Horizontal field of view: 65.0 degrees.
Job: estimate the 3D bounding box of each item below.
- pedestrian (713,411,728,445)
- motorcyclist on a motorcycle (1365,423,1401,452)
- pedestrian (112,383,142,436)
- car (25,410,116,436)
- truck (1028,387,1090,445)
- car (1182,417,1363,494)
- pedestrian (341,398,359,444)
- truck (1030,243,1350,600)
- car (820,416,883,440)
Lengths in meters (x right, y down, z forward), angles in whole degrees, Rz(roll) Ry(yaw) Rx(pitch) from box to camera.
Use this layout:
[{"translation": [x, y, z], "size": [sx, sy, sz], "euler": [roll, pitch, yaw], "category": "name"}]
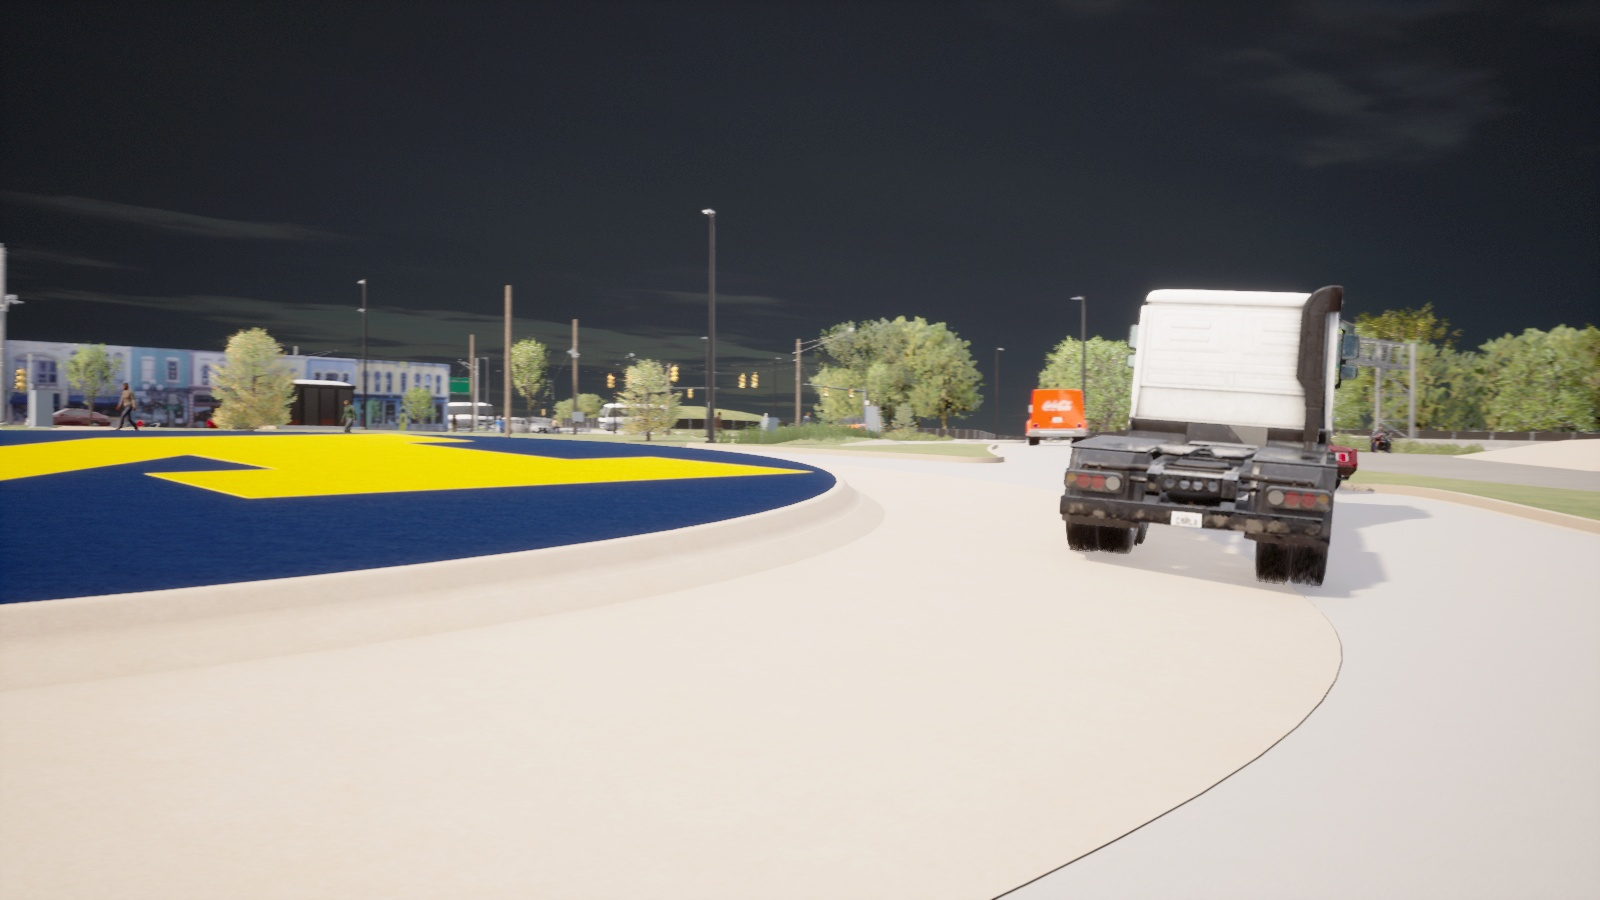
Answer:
[{"translation": [-4.247, -1.175, 67.100], "size": [0.703, 1.840, 0.431], "euler": [0, 0, -38], "category": "pedestrian"}, {"translation": [32.012, -0.672, 68.988], "size": [2.191, 1.530, 0.866], "euler": [1, 1, -38], "category": "motorcyclist on a motorcycle"}, {"translation": [-23.654, -1.412, 44.157], "size": [0.328, 1.805, 0.869], "euler": [0, 0, 32], "category": "pedestrian"}, {"translation": [-45.735, -1.666, 78.776], "size": [4.674, 1.442, 1.812], "euler": [1, -1, -42], "category": "car"}, {"translation": [11.566, -1.489, 56.260], "size": [2.627, 2.467, 5.204], "euler": [0, 1, 11], "category": "truck"}, {"translation": [9.291, 0.048, 25.140], "size": [1.895, 1.301, 4.718], "euler": [3, 1, 1], "category": "car"}, {"translation": [-18.263, -1.157, 50.988], "size": [0.353, 1.847, 0.614], "euler": [0, 0, 41], "category": "pedestrian"}, {"translation": [5.395, -0.579, 16.488], "size": [2.891, 3.462, 7.936], "euler": [5, 5, 22], "category": "truck"}, {"translation": [3.786, -1.616, 92.846], "size": [2.097, 1.767, 4.553], "euler": [0, 1, -40], "category": "car"}]
